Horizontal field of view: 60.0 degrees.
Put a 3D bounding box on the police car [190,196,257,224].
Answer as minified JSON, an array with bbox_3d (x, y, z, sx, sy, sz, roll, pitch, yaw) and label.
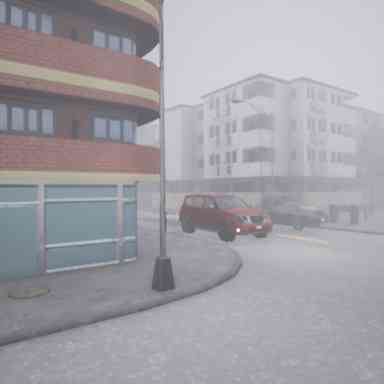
[{"bbox_3d":[2.153,1.227,24.691,1.930,1.638,5.238,-5,3,-35],"label":"police car"}]

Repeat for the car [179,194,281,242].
[{"bbox_3d":[1.404,1.124,16.308,2.150,2.045,5.566,0,0,-31],"label":"car"}]

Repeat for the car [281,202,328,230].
[{"bbox_3d":[5.691,1.327,19.710,1.812,1.442,4.674,-5,3,-35],"label":"car"}]
